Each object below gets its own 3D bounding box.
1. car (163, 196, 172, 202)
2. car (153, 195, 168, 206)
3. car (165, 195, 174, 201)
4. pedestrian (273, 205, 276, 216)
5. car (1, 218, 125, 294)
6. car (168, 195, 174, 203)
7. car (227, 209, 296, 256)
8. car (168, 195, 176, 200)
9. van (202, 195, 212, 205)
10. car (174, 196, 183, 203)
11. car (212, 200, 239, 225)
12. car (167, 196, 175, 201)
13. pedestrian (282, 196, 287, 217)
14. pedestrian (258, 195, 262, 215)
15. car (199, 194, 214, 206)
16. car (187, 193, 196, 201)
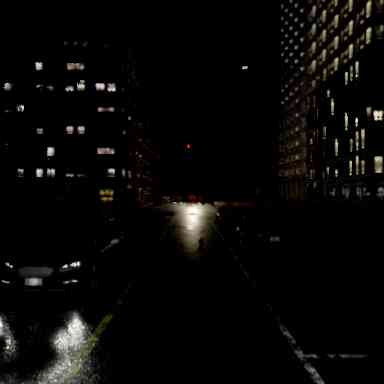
[{"bbox_3d":[-5.695,1.633,78.663,1.887,1.381,4.507,0,0,0],"label":"car"},{"bbox_3d":[-5.694,1.596,56.558,2.008,1.369,4.403,0,0,0],"label":"car"},{"bbox_3d":[-5.696,1.541,84.191,1.967,1.590,4.097,0,0,0],"label":"car"},{"bbox_3d":[7.135,1.678,28.826,0.500,1.100,0.500,0,0,0],"label":"pedestrian"},{"bbox_3d":[-3.096,1.493,8.948,2.128,1.511,4.902,0,0,0],"label":"car"},{"bbox_3d":[-5.695,1.626,73.137,2.008,1.369,4.403,0,0,0],"label":"car"},{"bbox_3d":[2.686,1.570,12.880,1.947,1.339,4.313,0,0,0],"label":"car"},{"bbox_3d":[-5.696,1.568,95.244,1.967,1.590,4.097,0,0,0],"label":"car"},{"bbox_3d":[2.684,1.396,62.084,1.690,1.788,3.998,0,0,0],"label":"van"},{"bbox_3d":[-3.001,1.619,74.698,2.033,1.411,5.357,0,0,0],"label":"car"},{"bbox_3d":[2.686,1.536,24.315,1.752,1.417,4.829,0,0,0],"label":"car"},{"bbox_3d":[-5.695,1.696,89.718,1.802,1.307,4.206,0,0,0],"label":"car"},{"bbox_3d":[8.135,1.278,29.425,0.375,1.860,0.375,0,0,0],"label":"pedestrian"},{"bbox_3d":[6.134,1.157,30.025,0.375,1.860,0.375,0,0,0],"label":"pedestrian"},{"bbox_3d":[2.685,1.361,56.558,2.192,1.841,5.009,0,0,0],"label":"car"},{"bbox_3d":[-0.002,1.329,85.364,2.150,2.045,5.566,0,0,0],"label":"car"}]
